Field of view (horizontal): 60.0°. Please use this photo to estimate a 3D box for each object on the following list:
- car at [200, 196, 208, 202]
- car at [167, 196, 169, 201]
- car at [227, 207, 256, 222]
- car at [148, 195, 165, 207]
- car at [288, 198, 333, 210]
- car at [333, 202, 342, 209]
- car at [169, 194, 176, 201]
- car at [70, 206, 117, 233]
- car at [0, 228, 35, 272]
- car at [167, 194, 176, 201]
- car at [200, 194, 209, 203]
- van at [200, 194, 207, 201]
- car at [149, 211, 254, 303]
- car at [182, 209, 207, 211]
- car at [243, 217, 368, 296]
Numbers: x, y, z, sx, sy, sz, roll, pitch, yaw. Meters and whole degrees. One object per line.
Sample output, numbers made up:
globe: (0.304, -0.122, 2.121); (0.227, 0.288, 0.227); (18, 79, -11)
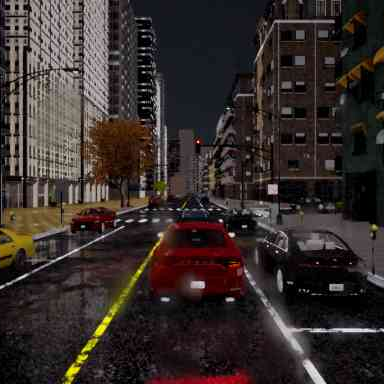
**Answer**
car: (2.858, 1.598, 79.641); (1.752, 1.417, 4.829); (0, 0, 0)
car: (-5.570, 1.607, 57.398); (1.947, 1.339, 4.313); (0, 0, 0)
car: (2.730, 1.555, 19.469); (2.008, 1.369, 4.403); (0, 0, 0)
car: (-5.582, 1.349, 51.875); (2.192, 1.841, 5.009); (0, 0, 0)
car: (13.508, 1.359, 38.852); (4.403, 1.369, 2.008); (-1, 1, 0)
car: (18.905, 1.259, 38.895); (4.829, 1.417, 1.752); (-1, 1, 0)
car: (-5.512, 1.649, 85.012); (1.947, 1.339, 4.313); (0, 0, 0)
car: (-5.650, 1.549, 19.487); (1.887, 1.381, 4.507); (0, 0, 0)
car: (-5.673, 1.526, 8.251); (1.752, 1.417, 4.829); (0, 0, 0)
car: (-5.501, 1.409, 90.535); (2.192, 1.841, 5.009); (0, 0, 0)
car: (2.846, 1.629, 73.948); (1.947, 1.339, 4.313); (0, 0, 0)
van: (2.869, 1.424, 84.995); (1.690, 1.788, 3.998); (0, 0, 0)
car: (0.109, 1.478, 8.310); (1.882, 1.535, 5.008); (0, 0, 0)
car: (0.126, 1.605, 18.401); (1.895, 1.301, 4.718); (0, 0, 0)
car: (2.707, 1.551, 8.403); (2.008, 1.369, 4.403); (0, 0, 0)
